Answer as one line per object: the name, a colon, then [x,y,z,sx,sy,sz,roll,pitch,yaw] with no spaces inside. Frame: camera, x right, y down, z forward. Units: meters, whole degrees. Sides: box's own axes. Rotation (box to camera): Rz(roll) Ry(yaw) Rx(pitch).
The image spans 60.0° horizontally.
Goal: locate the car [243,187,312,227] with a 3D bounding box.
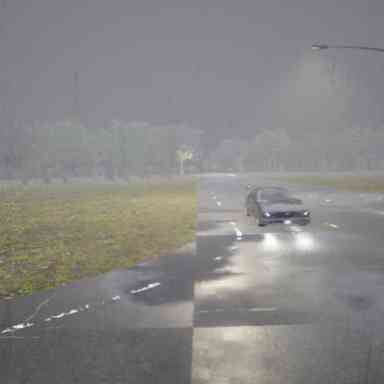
car: [3.394,0.510,14.335,2.033,1.411,5.357,-2,4,1]
